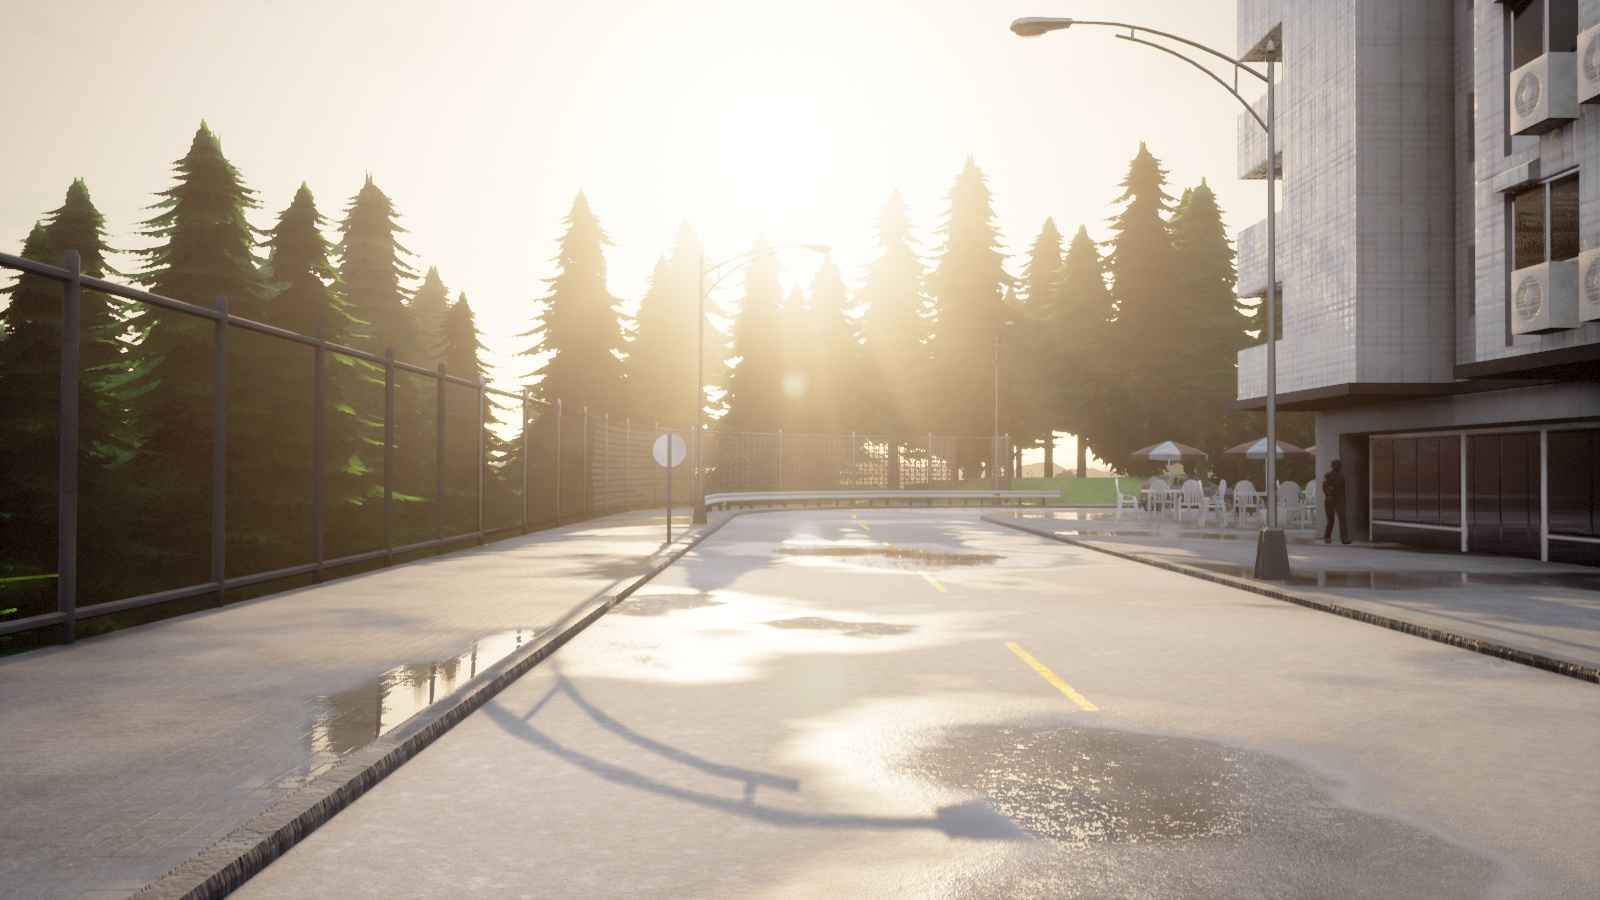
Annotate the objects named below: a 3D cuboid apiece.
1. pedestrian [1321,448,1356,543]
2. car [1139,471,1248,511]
[{"bbox_3d":[11.167,0.939,26.054,0.395,1.930,0.692,0,-1,0],"label":"pedestrian"},{"bbox_3d":[15.304,1.595,48.999,3.633,1.501,1.845,0,-1,-3],"label":"car"}]
